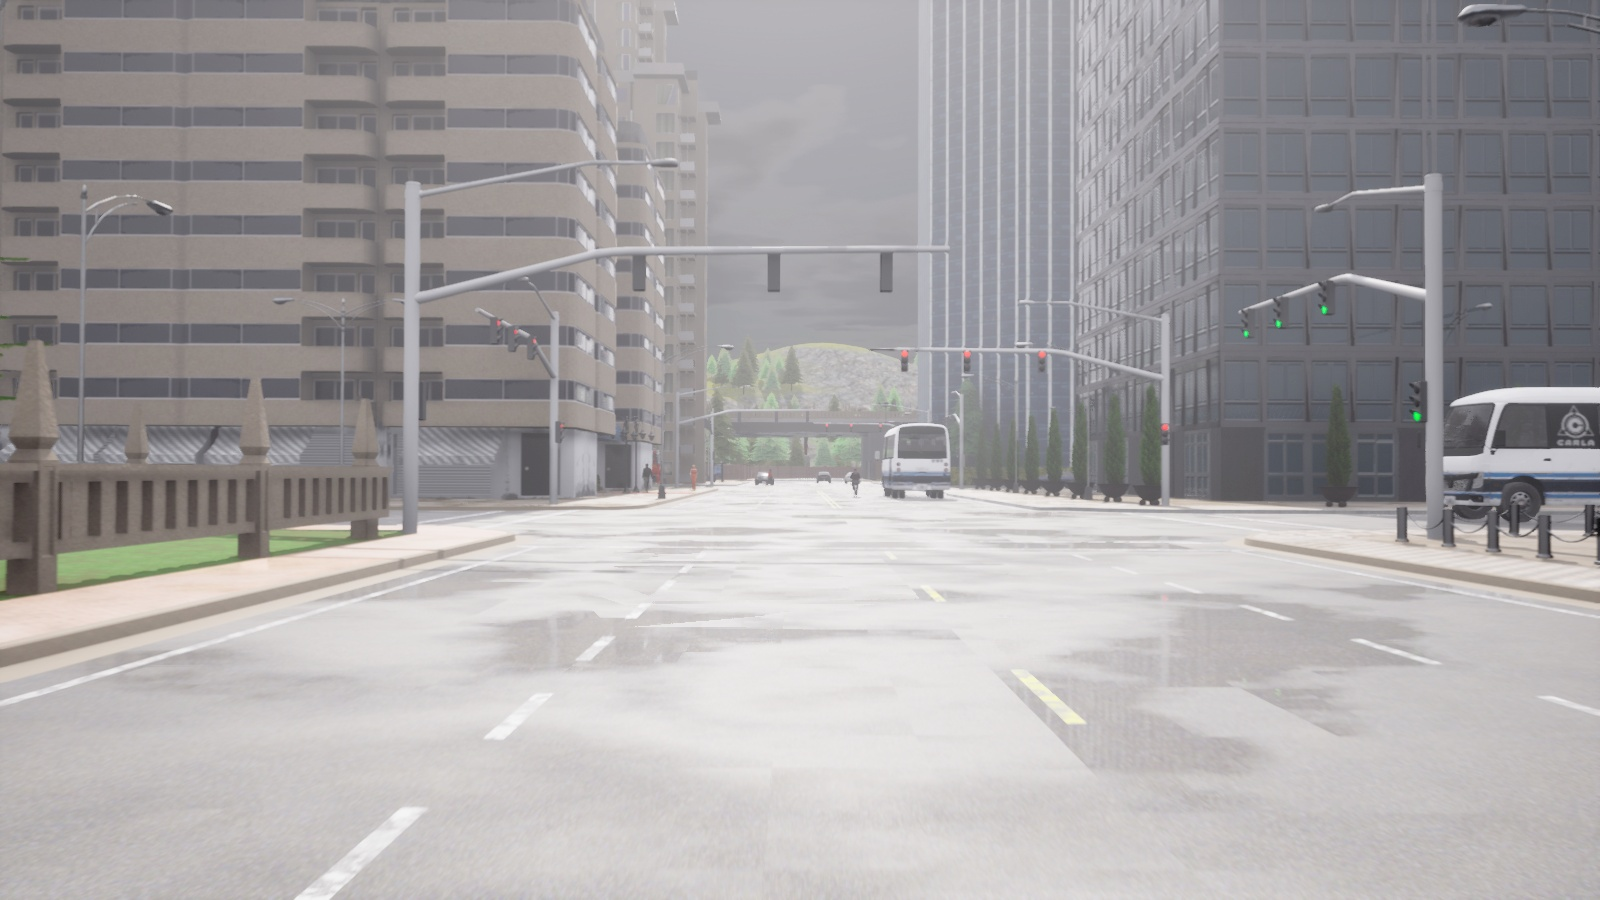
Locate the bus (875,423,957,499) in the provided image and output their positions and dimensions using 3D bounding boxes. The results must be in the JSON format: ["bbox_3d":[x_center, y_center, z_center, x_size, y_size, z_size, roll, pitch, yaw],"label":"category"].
[{"bbox_3d":[6.814,0.678,75.727,3.944,4.253,10.273,0,-1,0],"label":"bus"}]

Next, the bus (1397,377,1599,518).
[{"bbox_3d":[25.129,-0.047,40.056,10.273,4.253,3.944,0,-1,0],"label":"bus"}]

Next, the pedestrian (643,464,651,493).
[{"bbox_3d":[-9.621,1.800,79.022,0.431,1.840,0.703,0,-1,0],"label":"pedestrian"}]
